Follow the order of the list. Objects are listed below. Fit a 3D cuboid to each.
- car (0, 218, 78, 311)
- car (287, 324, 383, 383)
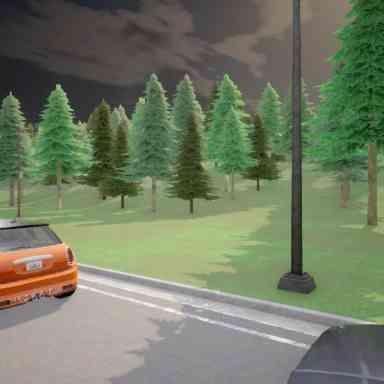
[{"bbox_3d":[-4.586,1.352,7.265,4.553,1.767,2.097,0,0,36],"label":"car"},{"bbox_3d":[3.213,1.547,1.702,5.357,1.411,2.033,0,0,36],"label":"car"}]
